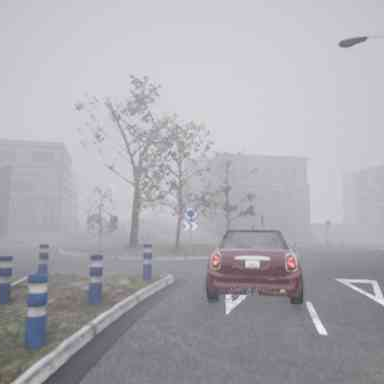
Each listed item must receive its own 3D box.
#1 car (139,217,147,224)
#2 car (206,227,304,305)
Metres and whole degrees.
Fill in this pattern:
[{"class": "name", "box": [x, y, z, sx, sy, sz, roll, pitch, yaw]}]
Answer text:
[{"class": "car", "box": [-11.164, 6.358, 74.197, 1.837, 1.490, 4.892, 1, -1, -3]}, {"class": "car", "box": [1.730, 1.724, 9.029, 2.097, 1.767, 4.553, -1, -6, 13]}]
